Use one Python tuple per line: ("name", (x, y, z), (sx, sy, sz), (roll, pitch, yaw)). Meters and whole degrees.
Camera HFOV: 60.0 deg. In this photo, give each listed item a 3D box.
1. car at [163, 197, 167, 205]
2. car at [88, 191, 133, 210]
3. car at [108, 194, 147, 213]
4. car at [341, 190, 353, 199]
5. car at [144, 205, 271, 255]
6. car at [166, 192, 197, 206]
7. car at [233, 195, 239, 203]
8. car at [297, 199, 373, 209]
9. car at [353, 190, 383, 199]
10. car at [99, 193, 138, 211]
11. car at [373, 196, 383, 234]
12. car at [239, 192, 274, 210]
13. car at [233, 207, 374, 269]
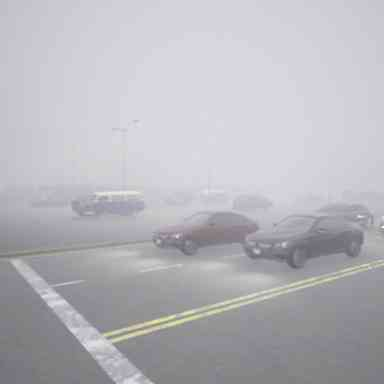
("car", (-3.068, 1.085, 58.803), (3.905, 1.438, 1.784), (-1, 0, -35))
("car", (-10.533, 1.021, 43.168), (4.605, 1.855, 1.932), (-1, 0, -35))
("car", (-7.268, 1.260, 38.645), (3.806, 1.475, 1.970), (-1, 0, -35))
("car", (24.207, 0.696, 50.544), (3.866, 1.878, 1.905), (-1, 0, -35))
("car", (0.725, 1.461, 13.094), (4.674, 1.442, 1.812), (-1, 0, -35))
("car", (-1.448, 0.874, 56.400), (4.605, 1.855, 1.932), (-1, 0, -35))
("car", (11.177, 0.944, 68.910), (3.806, 1.475, 1.970), (-1, 0, -35))
("car", (8.210, 1.349, 18.432), (4.892, 1.490, 1.837), (-1, 0, -35))
("car", (25.835, 0.692, 48.150), (4.605, 1.855, 1.932), (-1, 0, -35))
("car", (-8.940, 1.230, 41.008), (3.905, 1.438, 1.784), (-1, 0, -35))
("car", (11.158, 1.184, 16.234), (4.553, 1.767, 2.097), (-1, 0, -35))
("car", (8.390, 1.108, 42.662), (3.806, 1.475, 1.970), (-1, 0, -35))
("car", (3.830, 1.446, 11.004), (4.674, 1.442, 1.812), (-1, 0, -34))
